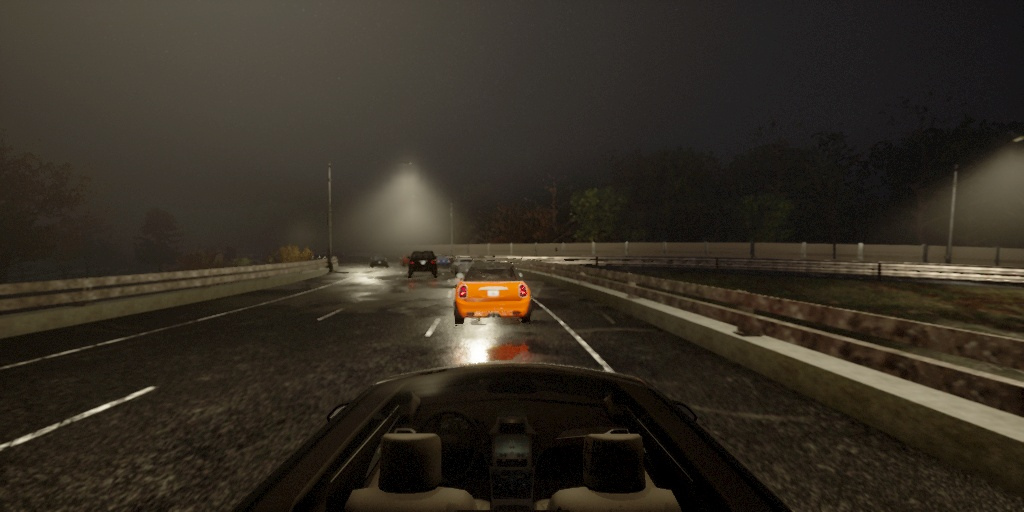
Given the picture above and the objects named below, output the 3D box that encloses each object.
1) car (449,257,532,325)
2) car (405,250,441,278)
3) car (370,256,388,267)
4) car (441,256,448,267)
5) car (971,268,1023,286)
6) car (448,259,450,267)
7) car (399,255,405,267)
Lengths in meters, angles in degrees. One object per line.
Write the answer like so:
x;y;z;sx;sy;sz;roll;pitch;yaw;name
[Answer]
-0.692;0.952;11.423;2.097;1.767;4.553;0;1;-6;car
-7.159;0.567;28.681;2.150;2.045;5.566;0;1;-15;car
-16.667;0.682;44.819;1.994;1.385;4.181;0;1;-24;car
-9.118;0.639;45.101;2.033;1.411;5.357;0;1;-23;car
38.722;1.607;26.791;5.357;1.411;2.033;4;3;28;car
-4.061;0.835;30.441;1.812;1.442;4.674;0;1;-15;car
-13.138;0.574;45.492;1.882;1.535;5.008;0;1;-23;car
